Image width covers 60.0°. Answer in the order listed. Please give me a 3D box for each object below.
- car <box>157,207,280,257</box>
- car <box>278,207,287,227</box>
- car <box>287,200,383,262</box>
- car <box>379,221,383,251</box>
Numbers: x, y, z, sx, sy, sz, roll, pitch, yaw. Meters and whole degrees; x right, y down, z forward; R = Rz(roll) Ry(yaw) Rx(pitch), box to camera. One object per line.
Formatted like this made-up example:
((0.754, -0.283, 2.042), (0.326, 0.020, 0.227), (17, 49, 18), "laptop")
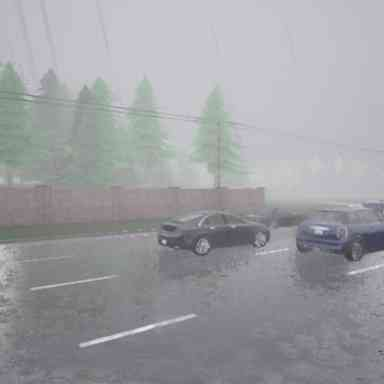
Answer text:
((0.991, 1.496, 13.052), (4.892, 1.490, 1.837), (0, 0, -36), "car")
((5.211, 1.581, 20.362), (4.718, 1.301, 1.895), (0, 0, -35), "car")
((5.937, 1.339, 12.279), (4.553, 1.767, 2.097), (0, 0, -35), "car")
((7.097, 1.514, 8.824), (4.674, 1.442, 1.812), (0, 0, -36), "car")
